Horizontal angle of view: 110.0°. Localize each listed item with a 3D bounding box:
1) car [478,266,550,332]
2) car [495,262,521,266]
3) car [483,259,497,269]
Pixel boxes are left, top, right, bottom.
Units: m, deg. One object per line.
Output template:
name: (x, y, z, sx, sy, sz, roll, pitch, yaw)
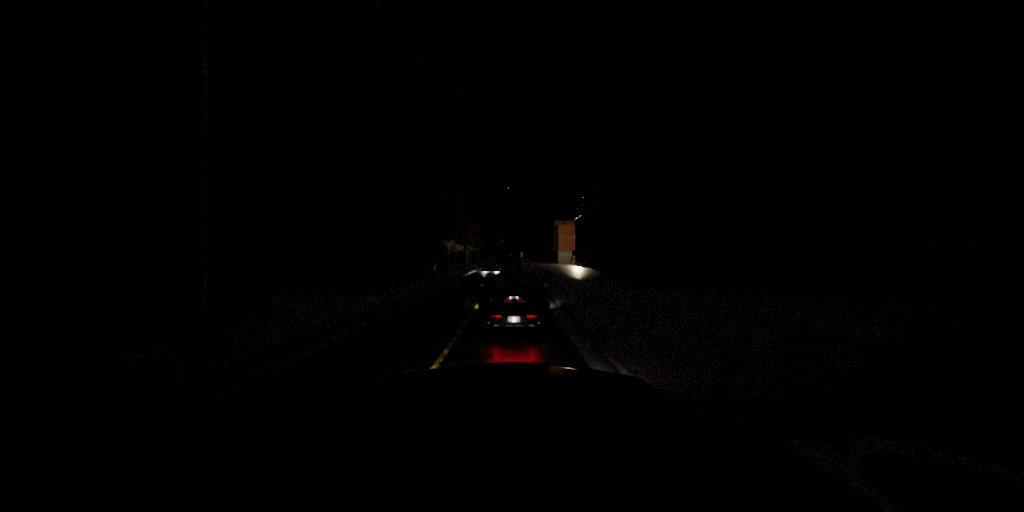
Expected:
car: (0.060, 1.226, 10.804, 1.837, 1.490, 4.892, 0, 0, 0)
car: (0.054, 1.240, 27.515, 2.033, 1.411, 5.357, 0, 0, 1)
car: (-2.812, 1.169, 48.157, 1.882, 1.535, 5.008, 0, 0, 0)
